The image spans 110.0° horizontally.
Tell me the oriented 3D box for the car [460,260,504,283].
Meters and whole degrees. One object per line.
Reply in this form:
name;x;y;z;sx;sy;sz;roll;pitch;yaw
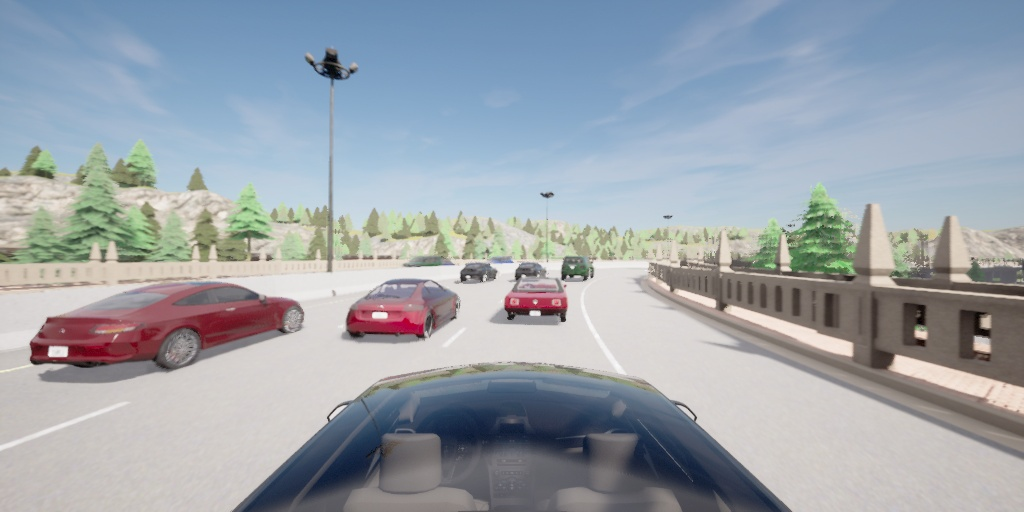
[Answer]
car;-2.502;1.291;28.469;1.837;1.490;4.892;0;0;17

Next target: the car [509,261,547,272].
car;1.652;1.303;29.884;1.837;1.490;4.892;0;0;19

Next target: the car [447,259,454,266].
car;-9.765;1.210;48.149;2.097;1.767;4.553;0;0;27

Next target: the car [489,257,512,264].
car;-1.913;1.094;48.170;2.150;2.045;5.566;0;-1;29

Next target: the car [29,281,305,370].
car;-6.537;1.253;7.592;1.812;1.442;4.674;0;0;4

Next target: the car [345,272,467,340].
car;-2.798;1.312;10.082;1.994;1.385;4.181;0;0;5

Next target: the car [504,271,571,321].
car;0.979;1.367;12.542;1.895;1.301;4.718;0;0;8

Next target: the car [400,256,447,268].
car;-9.861;1.035;39.591;2.150;2.045;5.566;0;0;22

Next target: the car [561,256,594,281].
car;5.754;1.028;31.105;2.150;2.045;5.566;0;0;21
